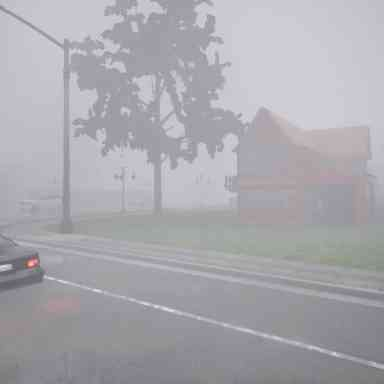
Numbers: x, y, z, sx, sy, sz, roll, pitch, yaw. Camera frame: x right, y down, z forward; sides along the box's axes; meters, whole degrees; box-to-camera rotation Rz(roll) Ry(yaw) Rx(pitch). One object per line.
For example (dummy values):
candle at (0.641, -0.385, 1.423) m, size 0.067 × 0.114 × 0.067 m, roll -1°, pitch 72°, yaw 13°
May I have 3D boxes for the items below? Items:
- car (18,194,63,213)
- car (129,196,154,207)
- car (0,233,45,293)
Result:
car at (-16.632, 1.220, 37.618) m, size 2.150 × 2.045 × 5.566 m, roll 0°, pitch 0°, yaw 33°
car at (-7.548, 1.348, 51.090) m, size 2.097 × 1.767 × 4.553 m, roll 0°, pitch 0°, yaw 34°
car at (-5.735, 1.547, 8.025) m, size 5.357 × 1.411 × 2.033 m, roll 0°, pitch 0°, yaw 36°
